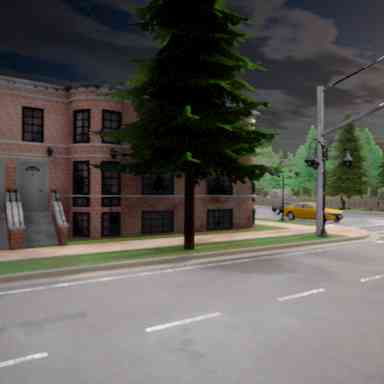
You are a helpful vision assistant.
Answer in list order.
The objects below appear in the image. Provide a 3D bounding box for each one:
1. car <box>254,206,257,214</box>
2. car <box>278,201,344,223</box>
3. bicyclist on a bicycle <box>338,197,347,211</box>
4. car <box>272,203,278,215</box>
[{"bbox_3d":[4.757,1.590,35.035,1.882,1.535,5.008,0,0,-31],"label":"car"},{"bbox_3d":[9.717,1.593,26.855,1.882,1.535,5.008,0,0,-31],"label":"car"},{"bbox_3d":[18.339,1.494,40.547,1.656,1.620,0.582,0,0,-31],"label":"bicyclist on a bicycle"},{"bbox_3d":[10.091,1.625,32.984,2.128,1.511,4.902,0,0,-31],"label":"car"}]
